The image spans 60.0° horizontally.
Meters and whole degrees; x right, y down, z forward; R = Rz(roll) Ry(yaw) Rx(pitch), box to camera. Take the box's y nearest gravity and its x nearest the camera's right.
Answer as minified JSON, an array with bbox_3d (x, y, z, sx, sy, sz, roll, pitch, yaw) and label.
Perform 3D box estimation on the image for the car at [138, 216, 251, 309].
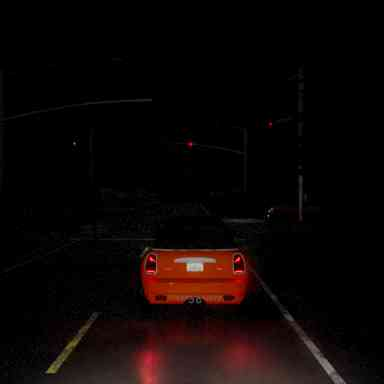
[{"bbox_3d":[0.059,1.352,8.026,2.097,1.767,4.553,0,0,0],"label":"car"}]

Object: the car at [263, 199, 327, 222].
[{"bbox_3d":[7.809,1.337,25.624,4.553,1.767,2.097,0,0,1],"label":"car"}]
